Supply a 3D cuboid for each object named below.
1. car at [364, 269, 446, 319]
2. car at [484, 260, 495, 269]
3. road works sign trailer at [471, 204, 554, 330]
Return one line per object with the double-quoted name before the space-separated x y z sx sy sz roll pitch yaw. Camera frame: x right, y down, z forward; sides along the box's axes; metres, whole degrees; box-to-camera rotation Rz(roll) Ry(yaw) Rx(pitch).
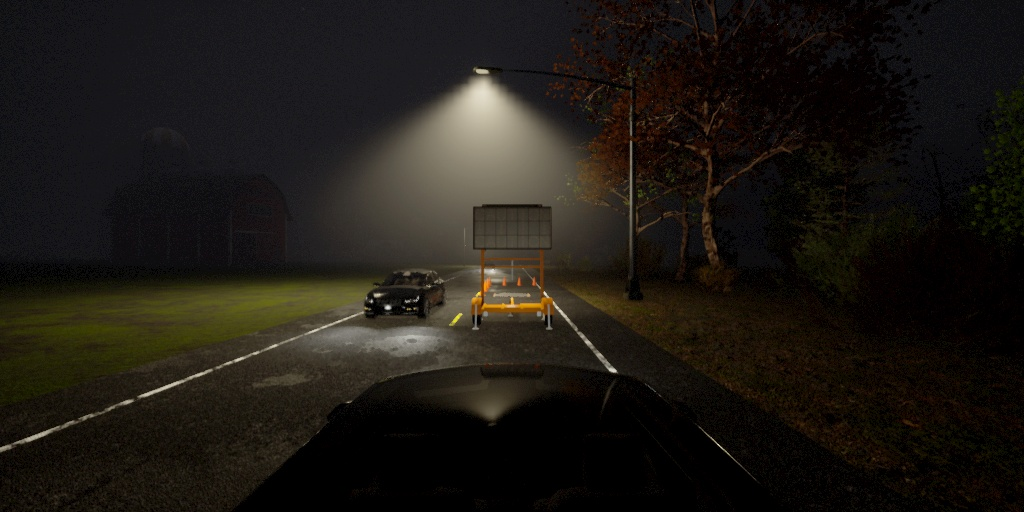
"car" -3.604 1.250 12.835 1.837 1.490 4.892 0 0 0
"car" -3.619 1.316 54.743 1.895 1.301 4.718 0 0 0
"road works sign trailer" 0.009 0.210 11.120 2.380 3.560 2.880 0 0 0
